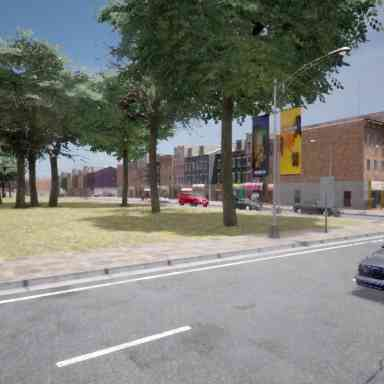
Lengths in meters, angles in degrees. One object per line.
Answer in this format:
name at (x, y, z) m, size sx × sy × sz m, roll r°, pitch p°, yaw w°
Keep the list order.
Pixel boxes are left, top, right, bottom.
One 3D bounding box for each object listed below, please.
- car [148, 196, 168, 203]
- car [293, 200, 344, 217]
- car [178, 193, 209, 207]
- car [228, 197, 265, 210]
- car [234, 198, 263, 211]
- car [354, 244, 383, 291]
car at (-6.596, 1.464, 63.672) m, size 1.895 × 1.301 × 4.718 m, roll 1°, pitch 0°, yaw -35°
car at (12.178, 1.588, 32.240) m, size 1.837 × 1.490 × 4.892 m, roll 1°, pitch 0°, yaw -35°
car at (0.151, 1.136, 49.165) m, size 2.150 × 2.045 × 5.566 m, roll 1°, pitch 0°, yaw -35°
car at (7.189, 1.483, 44.319) m, size 2.128 × 1.511 × 4.902 m, roll 1°, pitch 0°, yaw -35°
car at (6.352, 1.496, 40.431) m, size 1.837 × 1.490 × 4.892 m, roll 1°, pitch 0°, yaw -35°
car at (6.160, 1.579, 8.079) m, size 5.357 × 1.411 × 2.033 m, roll 0°, pitch 0°, yaw -36°
